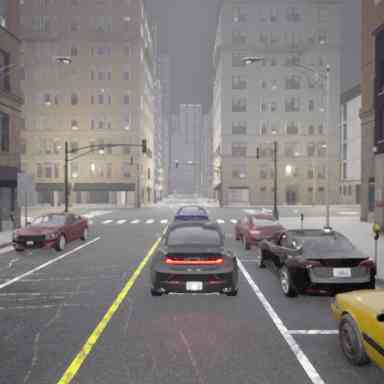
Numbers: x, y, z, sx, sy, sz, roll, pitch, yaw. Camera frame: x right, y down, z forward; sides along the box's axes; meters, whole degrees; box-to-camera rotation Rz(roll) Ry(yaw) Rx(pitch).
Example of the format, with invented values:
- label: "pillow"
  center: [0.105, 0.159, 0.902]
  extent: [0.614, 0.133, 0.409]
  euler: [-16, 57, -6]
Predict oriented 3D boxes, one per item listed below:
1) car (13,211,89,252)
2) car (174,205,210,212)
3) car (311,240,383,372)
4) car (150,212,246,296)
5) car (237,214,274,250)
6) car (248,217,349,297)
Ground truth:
- label: "car"
  center: [-5.713, 1.539, 13.952]
  extent: [1.887, 1.381, 4.507]
  euler: [-1, 0, 0]
- label: "car"
  center: [-0.010, 1.470, 18.569]
  extent: [1.882, 1.535, 5.008]
  euler: [0, 0, 0]
- label: "car"
  center: [2.859, 1.524, 2.975]
  extent: [1.752, 1.417, 4.829]
  euler: [-1, 0, 0]
- label: "car"
  center: [0.049, 1.501, 8.619]
  extent: [1.837, 1.490, 4.892]
  euler: [0, 0, 0]
- label: "car"
  center: [2.832, 1.576, 13.977]
  extent: [1.802, 1.307, 4.206]
  euler: [-1, 0, 0]
- label: "car"
  center: [2.846, 1.562, 8.391]
  extent: [1.947, 1.339, 4.313]
  euler: [-1, 0, 0]
